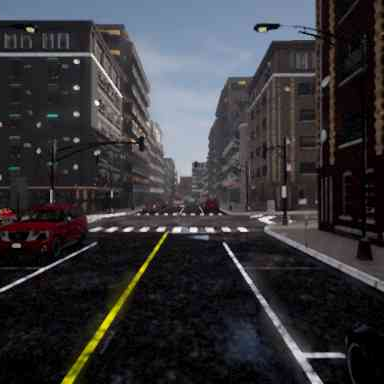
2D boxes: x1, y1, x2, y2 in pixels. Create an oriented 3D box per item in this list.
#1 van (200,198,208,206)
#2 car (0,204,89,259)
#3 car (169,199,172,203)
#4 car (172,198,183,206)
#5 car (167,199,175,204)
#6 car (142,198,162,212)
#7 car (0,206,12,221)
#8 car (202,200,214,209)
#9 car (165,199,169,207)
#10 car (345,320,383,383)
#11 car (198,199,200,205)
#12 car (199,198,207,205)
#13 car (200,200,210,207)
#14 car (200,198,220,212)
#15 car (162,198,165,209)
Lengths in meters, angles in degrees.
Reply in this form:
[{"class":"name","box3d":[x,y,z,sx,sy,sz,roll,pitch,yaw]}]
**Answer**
[{"class":"van","box3d":[2.694,2.155,73.523,1.690,1.788,3.998,0,-1,0]},{"class":"car","box3d":[-5.689,1.447,13.299,2.192,1.841,5.009,0,-1,0]},{"class":"car","box3d":[-5.686,2.184,67.970,1.967,1.590,4.097,0,-1,0]},{"class":"car","box3d":[-2.993,2.175,74.650,2.097,1.767,4.553,0,-1,0]},{"class":"car","box3d":[-5.685,2.576,90.140,1.887,1.381,4.507,0,-1,0]},{"class":"car","box3d":[-5.687,1.920,45.796,1.967,1.590,4.097,0,-1,0]},{"class":"car","box3d":[-21.564,2.282,34.820,4.403,1.369,2.008,-1,1,0]},{"class":"car","box3d":[2.694,2.138,57.054,1.752,1.417,4.829,0,-1,0]},{"class":"car","box3d":[-5.687,1.926,56.885,2.192,1.841,5.009,0,-1,0]},{"class":"car","box3d":[2.691,1.589,2.198,1.947,1.339,4.313,0,-1,0]},{"class":"car","box3d":[2.695,2.243,62.428,1.947,1.339,4.313,0,-1,0]},{"class":"car","box3d":[2.695,2.397,84.610,1.967,1.590,4.097,0,-1,0]},{"class":"car","box3d":[2.695,2.289,67.974,1.887,1.381,4.507,0,-1,0]},{"class":"car","box3d":[2.693,1.795,45.794,2.192,1.841,5.009,0,-1,0]},{"class":"car","box3d":[-5.687,1.986,51.339,1.967,1.590,4.097,0,-1,0]}]
